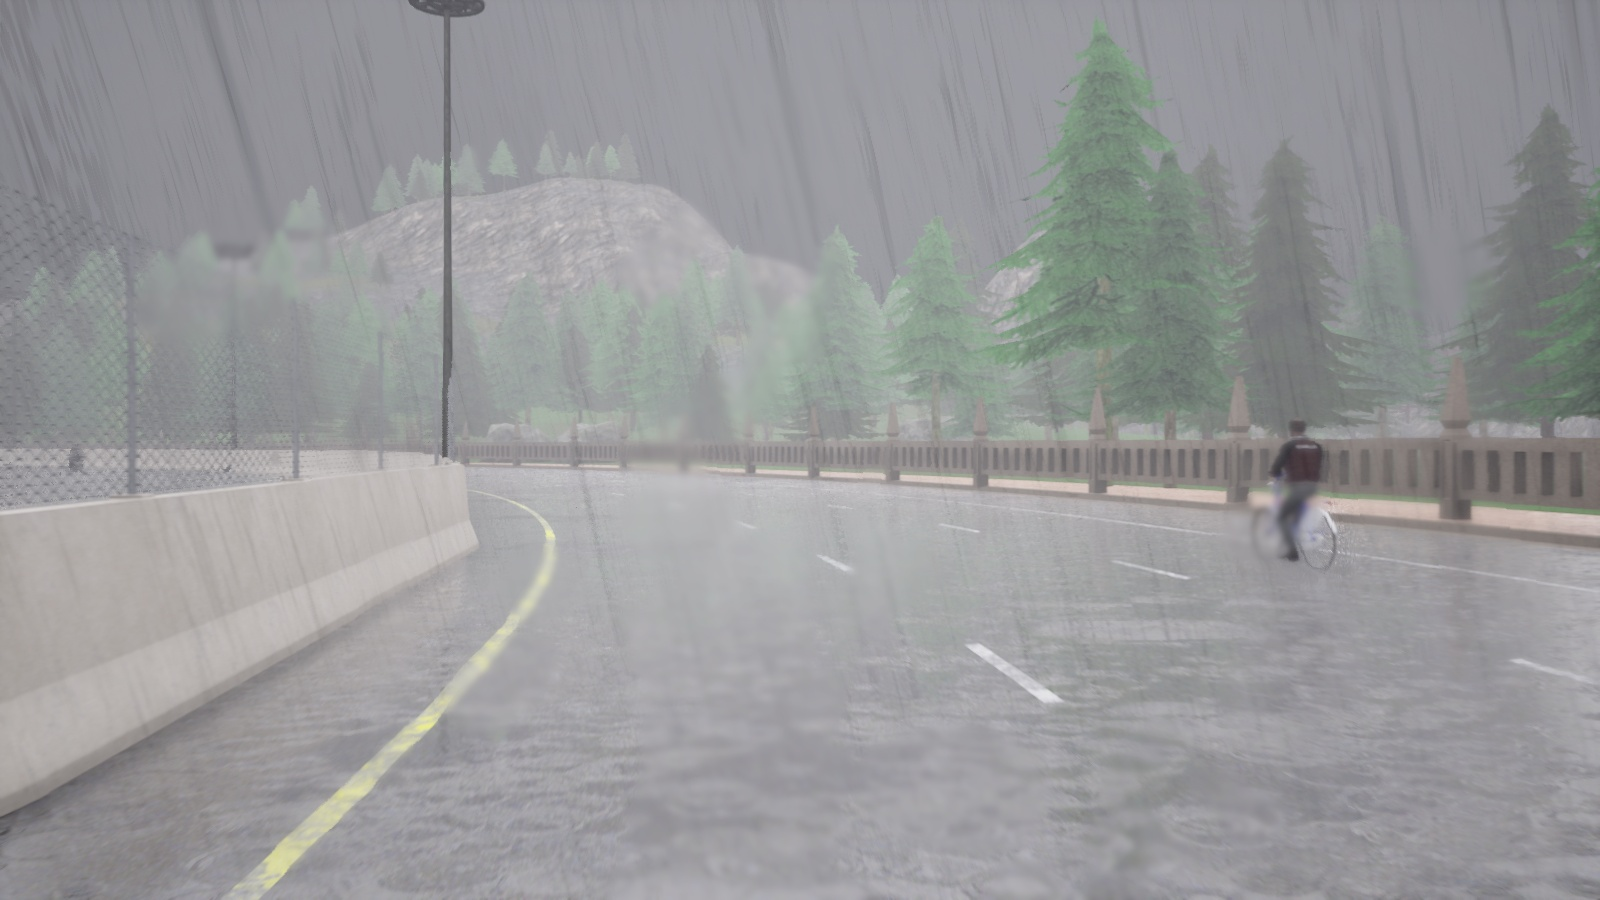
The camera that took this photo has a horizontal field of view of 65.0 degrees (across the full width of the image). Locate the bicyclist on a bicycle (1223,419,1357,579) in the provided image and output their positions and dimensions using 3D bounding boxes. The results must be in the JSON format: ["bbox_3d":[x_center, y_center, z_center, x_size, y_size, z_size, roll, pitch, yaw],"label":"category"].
[{"bbox_3d":[5.794,0.534,14.953,0.659,1.776,1.843,-1,1,-8],"label":"bicyclist on a bicycle"}]

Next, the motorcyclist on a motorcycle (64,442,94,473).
[{"bbox_3d":[-35.777,0.367,62.312,0.797,1.523,2.044,-3,2,-43],"label":"motorcyclist on a motorcycle"}]
